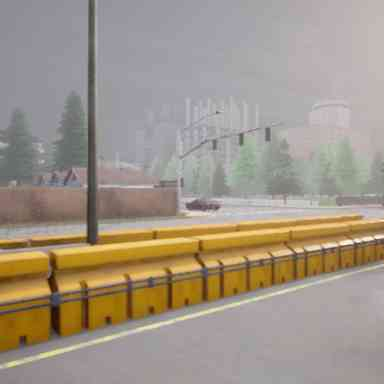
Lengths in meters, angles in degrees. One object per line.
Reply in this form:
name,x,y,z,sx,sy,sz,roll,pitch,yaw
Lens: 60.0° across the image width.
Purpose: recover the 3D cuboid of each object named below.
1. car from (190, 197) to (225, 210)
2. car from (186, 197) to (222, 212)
car,1.982,1.472,44.524,2.128,1.511,4.902,0,0,-33
car,1.232,1.584,39.282,1.895,1.301,4.718,0,0,-33
